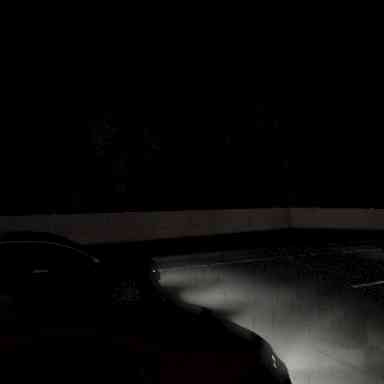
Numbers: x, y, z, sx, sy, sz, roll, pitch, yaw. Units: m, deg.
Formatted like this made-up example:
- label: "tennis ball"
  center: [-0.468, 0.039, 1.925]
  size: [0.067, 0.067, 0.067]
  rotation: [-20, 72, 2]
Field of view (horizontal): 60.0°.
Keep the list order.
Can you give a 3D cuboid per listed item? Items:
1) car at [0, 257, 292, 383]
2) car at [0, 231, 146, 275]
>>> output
- label: "car"
  center: [-1.130, 1.546, 2.613]
  size: [4.181, 1.385, 1.994]
  rotation: [0, 0, -35]
- label: "car"
  center: [-2.903, 1.465, 5.932]
  size: [4.892, 1.490, 1.837]
  rotation: [0, 0, -34]
